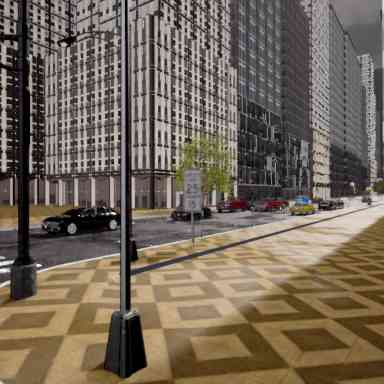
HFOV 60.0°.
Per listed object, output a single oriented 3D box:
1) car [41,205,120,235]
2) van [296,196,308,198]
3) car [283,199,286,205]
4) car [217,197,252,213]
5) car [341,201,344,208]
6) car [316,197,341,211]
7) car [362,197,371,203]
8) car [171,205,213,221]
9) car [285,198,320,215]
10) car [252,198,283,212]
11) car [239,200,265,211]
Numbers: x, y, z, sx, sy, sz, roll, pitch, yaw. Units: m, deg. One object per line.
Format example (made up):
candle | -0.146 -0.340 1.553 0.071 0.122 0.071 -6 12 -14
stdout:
car | -6.273 1.577 19.387 1.837 1.490 4.892 0 0 35
van | 21.061 1.606 63.705 1.690 1.788 3.998 0 0 35
car | 14.604 1.816 54.312 1.802 1.307 4.206 0 0 35
car | 4.918 1.494 40.233 2.192 1.841 5.009 -1 -1 35
car | 21.509 1.753 49.564 2.008 1.369 4.403 0 0 35
car | 18.281 1.751 44.870 1.947 1.339 4.313 0 0 35
car | 40.880 1.850 77.730 1.947 1.339 4.313 0 0 35
car | 0.032 1.684 28.546 1.994 1.385 4.181 0 0 35
car | 11.920 1.673 35.622 1.752 1.417 4.829 0 0 35
car | 9.366 1.533 42.055 2.097 1.767 4.553 0 0 35
car | 8.147 1.764 44.924 1.947 1.339 4.313 0 0 35
